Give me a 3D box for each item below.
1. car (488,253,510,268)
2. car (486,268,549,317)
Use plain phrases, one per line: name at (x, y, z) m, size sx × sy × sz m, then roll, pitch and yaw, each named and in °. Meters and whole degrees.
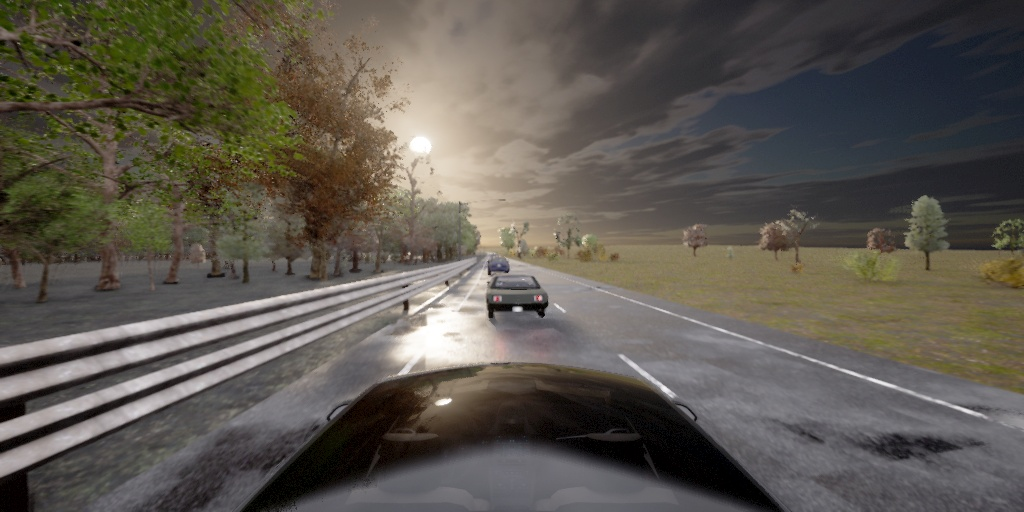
car at (-1.346, 0.871, 35.694) m, size 2.097 × 1.767 × 4.553 m, roll 0°, pitch 0°, yaw -3°
car at (0.039, 1.277, 12.839) m, size 1.895 × 1.301 × 4.718 m, roll 0°, pitch 0°, yaw -3°
